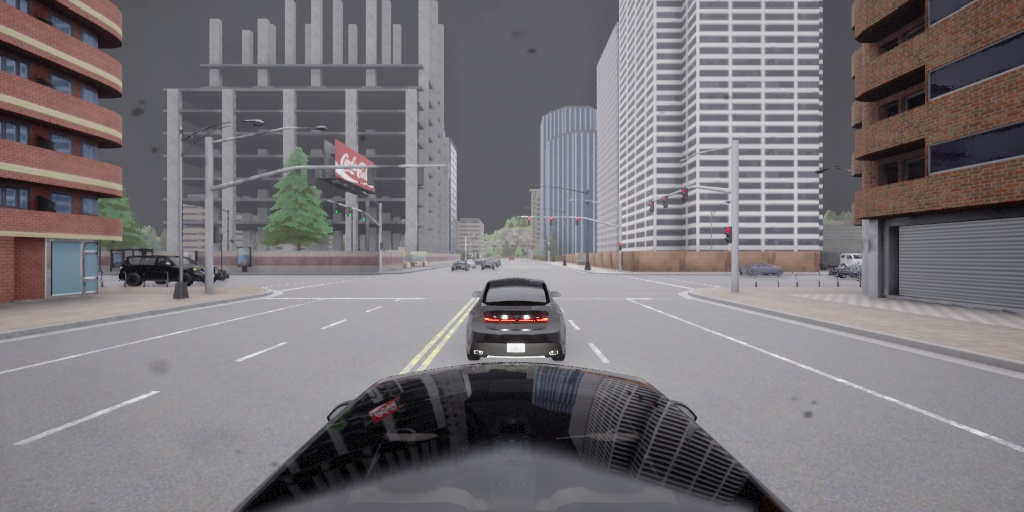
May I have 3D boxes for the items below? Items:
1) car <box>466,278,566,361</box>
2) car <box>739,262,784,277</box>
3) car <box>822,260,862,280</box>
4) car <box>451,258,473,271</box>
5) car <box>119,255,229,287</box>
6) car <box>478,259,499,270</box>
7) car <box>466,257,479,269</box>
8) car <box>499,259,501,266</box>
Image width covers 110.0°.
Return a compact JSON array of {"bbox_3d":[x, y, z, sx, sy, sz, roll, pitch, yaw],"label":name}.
[{"bbox_3d":[0.095,1.255,8.278,1.837,1.490,4.892,0,0,1],"label":"car"},{"bbox_3d":[23.749,1.314,34.738,4.181,1.385,1.994,0,0,0],"label":"car"},{"bbox_3d":[30.816,1.297,31.233,5.357,1.411,2.033,0,0,0],"label":"car"},{"bbox_3d":[-6.860,1.314,47.989,1.994,1.385,4.181,0,0,0],"label":"car"},{"bbox_3d":[-22.809,0.972,24.025,5.566,2.045,2.150,0,0,0],"label":"car"},{"bbox_3d":[-3.340,1.255,51.540,1.837,1.490,4.892,0,0,0],"label":"car"},{"bbox_3d":[-6.808,1.276,56.735,1.812,1.442,4.674,0,0,0],"label":"car"},{"bbox_3d":[-3.271,1.227,61.513,1.882,1.535,5.008,0,0,1],"label":"car"}]
